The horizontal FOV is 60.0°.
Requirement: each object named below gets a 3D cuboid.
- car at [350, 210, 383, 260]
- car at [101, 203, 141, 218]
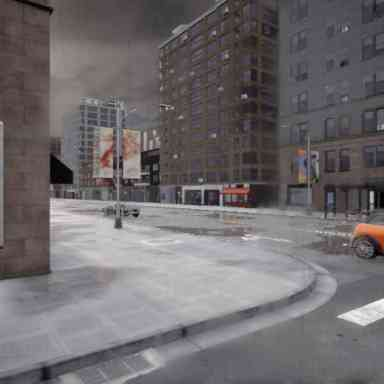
[{"bbox_3d":[7.459,1.360,10.241,2.097,1.767,4.553,0,0,-35],"label":"car"},{"bbox_3d":[-6.400,1.650,29.739,1.895,1.301,4.718,0,0,-35],"label":"car"}]
